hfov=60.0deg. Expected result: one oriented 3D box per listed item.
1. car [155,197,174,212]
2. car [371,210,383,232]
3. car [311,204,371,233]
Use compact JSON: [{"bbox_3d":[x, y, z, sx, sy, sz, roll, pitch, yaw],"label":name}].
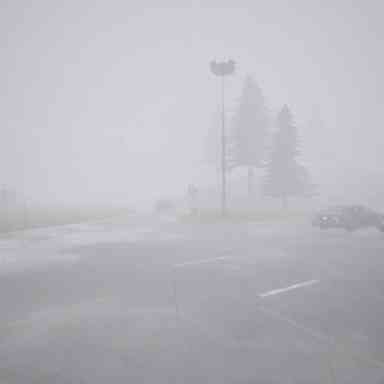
[{"bbox_3d":[-3.014,1.327,36.934,1.882,1.535,5.008,0,0,-1],"label":"car"},{"bbox_3d":[11.047,1.402,15.929,5.357,1.411,2.033,-1,0,-36],"label":"car"},{"bbox_3d":[8.937,1.403,18.724,5.357,1.411,2.033,-1,0,-36],"label":"car"}]
